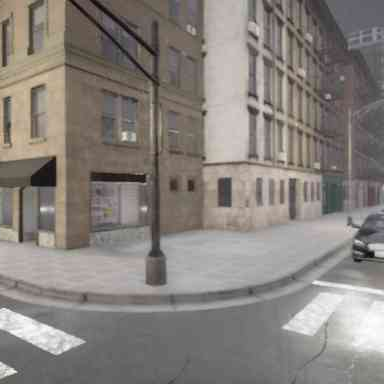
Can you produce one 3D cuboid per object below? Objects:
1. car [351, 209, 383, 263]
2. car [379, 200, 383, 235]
[{"bbox_3d":[6.795,1.510,11.449,2.128,1.511,4.902,0,0,35],"label":"car"},{"bbox_3d":[12.137,1.379,18.966,2.097,1.767,4.553,0,0,36],"label":"car"}]
